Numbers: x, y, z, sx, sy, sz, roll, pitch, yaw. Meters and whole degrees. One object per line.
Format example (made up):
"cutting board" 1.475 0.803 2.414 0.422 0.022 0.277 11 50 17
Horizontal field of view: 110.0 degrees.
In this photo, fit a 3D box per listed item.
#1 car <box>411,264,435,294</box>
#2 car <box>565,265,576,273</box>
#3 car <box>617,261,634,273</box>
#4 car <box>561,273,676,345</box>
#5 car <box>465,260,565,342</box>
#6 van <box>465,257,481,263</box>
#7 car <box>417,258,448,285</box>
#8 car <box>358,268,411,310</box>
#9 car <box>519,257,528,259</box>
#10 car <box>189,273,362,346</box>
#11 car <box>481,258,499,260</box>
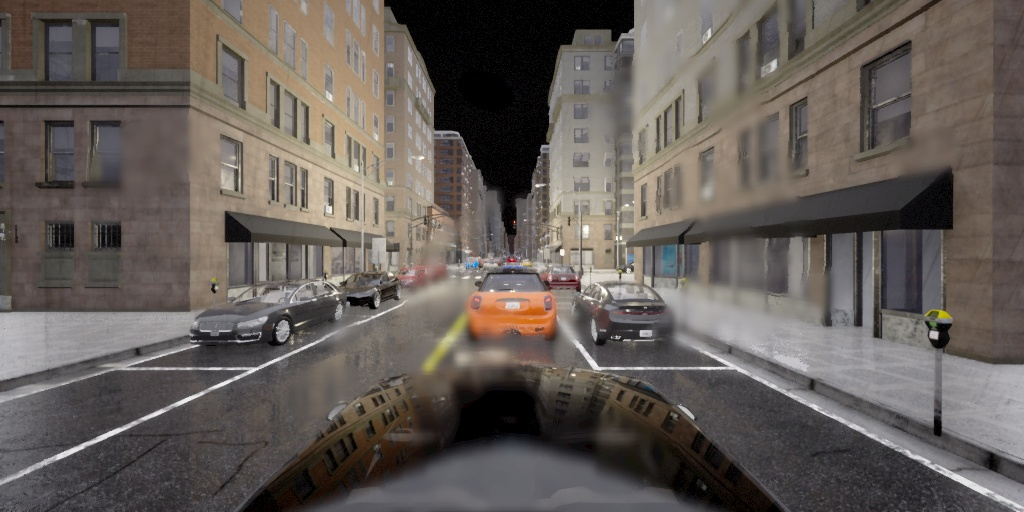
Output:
"car" -5.870 1.330 20.308 1.802 1.307 4.207 0 0 0
"car" 2.656 1.188 20.340 1.967 1.591 4.097 0 0 0
"car" 14.536 1.239 40.974 4.892 1.490 1.837 0 0 1
"car" 2.664 1.300 9.289 2.007 1.370 4.403 0 0 0
"car" 0.014 1.102 9.948 2.097 1.767 4.553 0 0 0
"van" -5.895 1.080 52.779 1.690 1.789 3.998 0 0 0
"car" -5.875 1.062 25.831 2.192 1.841 5.009 0 0 0
"car" -5.866 1.315 14.784 1.948 1.339 4.313 0 0 0
"car" 2.622 1.261 64.171 1.751 1.417 4.829 0 0 0
"car" -5.862 1.300 9.259 2.007 1.370 4.403 0 0 0
"car" -3.117 1.340 51.907 1.895 1.301 4.718 0 0 -1
